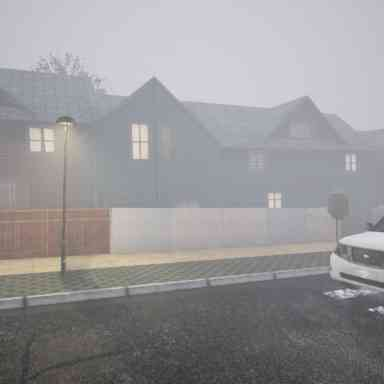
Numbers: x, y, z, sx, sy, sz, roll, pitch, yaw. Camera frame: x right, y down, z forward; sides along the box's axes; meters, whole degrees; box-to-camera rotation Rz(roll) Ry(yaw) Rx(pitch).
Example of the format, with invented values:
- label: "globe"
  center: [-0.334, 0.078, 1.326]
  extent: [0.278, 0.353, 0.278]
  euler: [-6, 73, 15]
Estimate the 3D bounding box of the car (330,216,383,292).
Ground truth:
- label: "car"
  center: [5.922, 1.382, 8.218]
  extent: [5.566, 2.045, 2.150]
  euler: [1, 0, -30]
